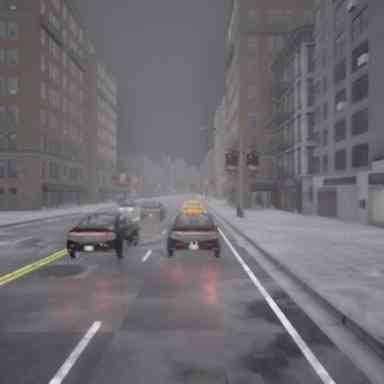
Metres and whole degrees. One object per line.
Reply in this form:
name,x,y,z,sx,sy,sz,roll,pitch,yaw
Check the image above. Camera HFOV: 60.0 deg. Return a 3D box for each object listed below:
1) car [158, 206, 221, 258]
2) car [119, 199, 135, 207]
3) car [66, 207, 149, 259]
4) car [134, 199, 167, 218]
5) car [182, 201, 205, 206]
car,0.076,1.536,12.987,2.128,1.511,4.902,0,0,0
car,-9.790,1.736,50.854,1.994,1.385,4.181,0,0,0
car,-3.175,1.534,12.720,2.128,1.511,4.902,0,0,0
car,-3.164,1.586,27.992,2.128,1.511,4.902,0,0,0
car,0.094,1.577,29.506,1.882,1.535,5.008,0,0,0
